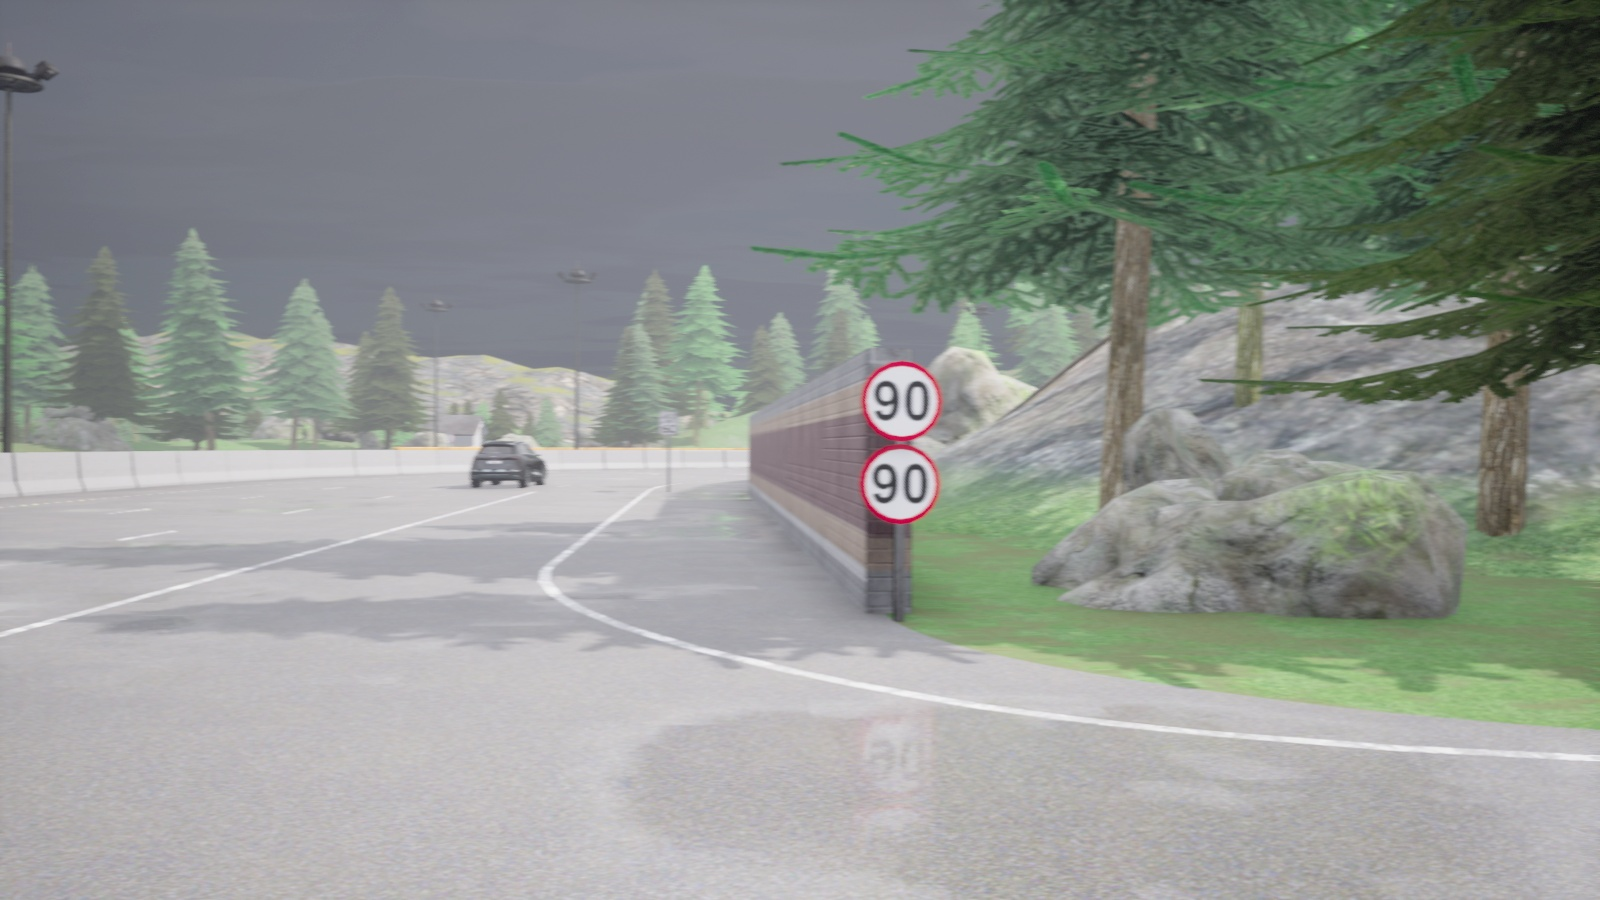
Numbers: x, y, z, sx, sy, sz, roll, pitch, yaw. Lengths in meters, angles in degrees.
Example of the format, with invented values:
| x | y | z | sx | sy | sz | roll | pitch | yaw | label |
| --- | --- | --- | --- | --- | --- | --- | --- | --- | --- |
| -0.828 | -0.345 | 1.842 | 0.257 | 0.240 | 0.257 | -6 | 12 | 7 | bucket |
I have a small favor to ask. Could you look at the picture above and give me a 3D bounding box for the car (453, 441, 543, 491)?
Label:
| x | y | z | sx | sy | sz | roll | pitch | yaw | label |
| --- | --- | --- | --- | --- | --- | --- | --- | --- | --- |
| -10.564 | 0.521 | 44.297 | 2.033 | 1.649 | 4.856 | 0 | 0 | -1 | car |
